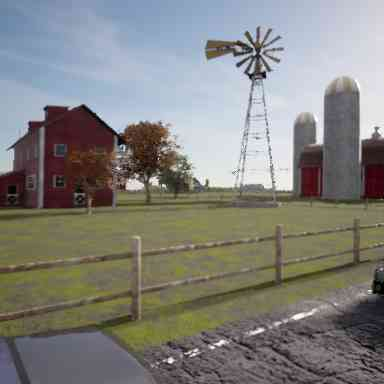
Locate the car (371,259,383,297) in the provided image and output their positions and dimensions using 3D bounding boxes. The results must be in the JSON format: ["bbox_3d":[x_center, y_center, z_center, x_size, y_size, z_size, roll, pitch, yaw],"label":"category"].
[{"bbox_3d":[5.697,1.573,7.121,4.181,1.385,1.994,0,0,-35],"label":"car"}]

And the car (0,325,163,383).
[{"bbox_3d":[-2.540,1.546,1.253,5.357,1.411,2.033,0,0,-35],"label":"car"}]
